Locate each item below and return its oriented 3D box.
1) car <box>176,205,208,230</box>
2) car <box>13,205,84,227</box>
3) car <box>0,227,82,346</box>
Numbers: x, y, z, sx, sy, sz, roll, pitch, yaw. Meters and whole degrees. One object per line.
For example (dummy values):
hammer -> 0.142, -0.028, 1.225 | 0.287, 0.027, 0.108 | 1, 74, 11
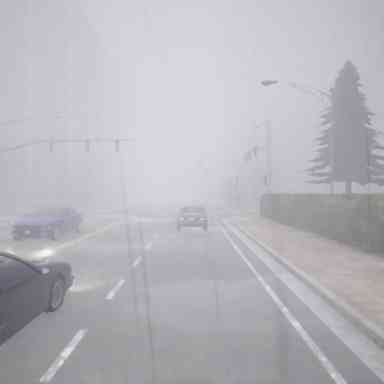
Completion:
car -> 0.012, 1.494, 20.421 | 2.033, 1.411, 5.357 | 0, 0, 0
car -> -7.002, 1.434, 16.643 | 1.882, 1.535, 5.008 | 0, 0, 0
car -> -3.399, 1.535, 4.569 | 2.033, 1.411, 5.357 | 0, 0, 0
